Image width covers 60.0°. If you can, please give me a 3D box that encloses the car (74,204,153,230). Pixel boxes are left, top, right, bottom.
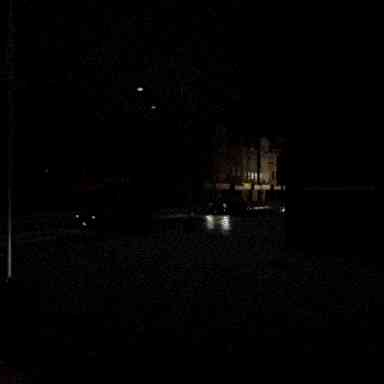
[{"bbox_3d":[-4.601,1.432,19.947,1.895,1.301,4.718,0,0,36],"label":"car"}]

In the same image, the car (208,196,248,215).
[{"bbox_3d":[3.379,1.159,30.980,2.097,1.767,4.553,0,0,36],"label":"car"}]

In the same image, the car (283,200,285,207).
[{"bbox_3d":[14.211,1.252,45.812,1.882,1.535,5.008,0,0,36],"label":"car"}]
